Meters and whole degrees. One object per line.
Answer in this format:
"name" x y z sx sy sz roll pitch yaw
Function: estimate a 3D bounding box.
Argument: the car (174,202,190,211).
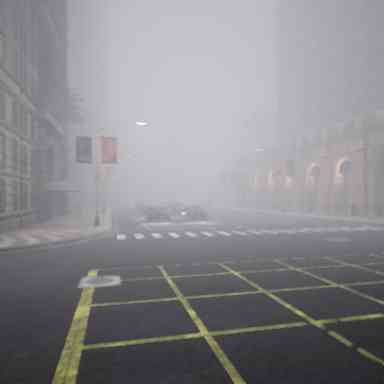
"car" -1.739 2.411 56.212 1.895 1.301 4.718 0 -1 -13

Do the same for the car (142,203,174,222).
"car" -3.265 2.040 31.383 1.994 1.385 4.181 0 -1 -13

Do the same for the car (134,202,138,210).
"car" -7.885 2.303 51.365 1.837 1.490 4.892 0 -1 -13

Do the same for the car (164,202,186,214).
"car" -1.847 2.097 40.591 1.837 1.490 4.892 0 -1 -13

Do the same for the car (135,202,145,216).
"car" -5.577 2.235 41.181 1.895 1.301 4.718 0 -1 -13

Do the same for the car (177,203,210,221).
"car" 0.177 2.018 32.042 1.994 1.385 4.181 0 -1 -13
